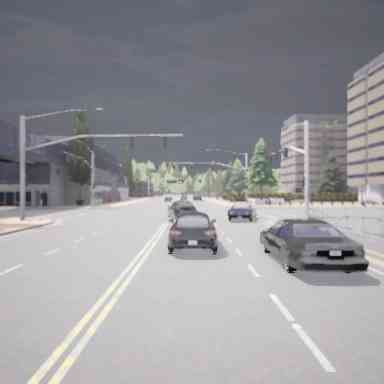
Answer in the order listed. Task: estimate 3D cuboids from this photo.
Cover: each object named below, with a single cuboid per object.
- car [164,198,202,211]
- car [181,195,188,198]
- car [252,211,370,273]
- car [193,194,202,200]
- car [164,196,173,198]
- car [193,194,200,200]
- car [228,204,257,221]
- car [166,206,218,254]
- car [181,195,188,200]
[{"bbox_3d":[-0.906,1.517,27.760,1.837,1.490,4.892,1,0,-13],"label":"car"},{"bbox_3d":[-1.971,1.564,84.722,2.033,1.411,5.357,0,0,-2],"label":"car"},{"bbox_3d":[3.522,1.552,10.656,2.033,1.411,5.357,0,0,0],"label":"car"},{"bbox_3d":[1.517,1.527,85.216,1.837,1.490,4.892,0,0,-2],"label":"car"},{"bbox_3d":[-5.187,1.580,73.956,1.994,1.385,4.181,0,0,-2],"label":"car"},{"bbox_3d":[1.246,1.428,95.448,1.882,1.535,5.008,0,0,-2],"label":"car"},{"bbox_3d":[4.200,1.611,27.139,1.895,1.301,4.718,0,0,16],"label":"car"},{"bbox_3d":[0.029,1.531,13.434,1.812,1.442,4.674,0,0,0],"label":"car"},{"bbox_3d":[-2.252,1.502,95.357,1.994,1.385,4.181,0,0,-2],"label":"car"}]
